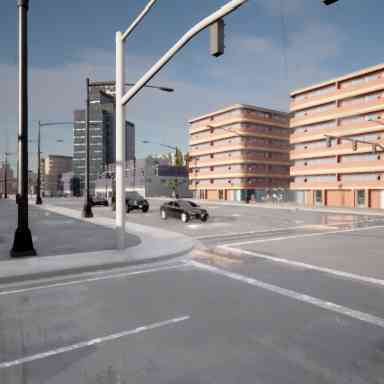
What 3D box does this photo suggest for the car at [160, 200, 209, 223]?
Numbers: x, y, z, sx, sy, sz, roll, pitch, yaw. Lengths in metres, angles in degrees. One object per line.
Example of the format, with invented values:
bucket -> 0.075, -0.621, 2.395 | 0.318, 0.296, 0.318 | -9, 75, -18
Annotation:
car -> -0.655, 1.373, 24.866 | 1.837, 1.490, 4.892 | 0, 1, -34

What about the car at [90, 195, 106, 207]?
car -> -11.872, 1.111, 41.330 | 1.994, 1.385, 4.181 | 0, 1, -34

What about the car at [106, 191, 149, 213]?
car -> -6.271, 0.944, 33.111 | 2.150, 2.045, 5.566 | 0, 1, -33
